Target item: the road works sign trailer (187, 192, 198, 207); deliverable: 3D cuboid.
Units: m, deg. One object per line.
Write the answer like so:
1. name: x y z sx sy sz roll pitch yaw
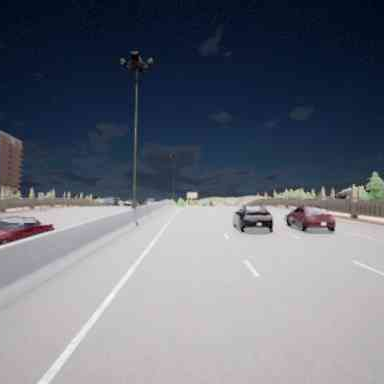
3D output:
1. road works sign trailer: 0.040 1.776 71.756 2.380 3.560 2.880 0 -6 0

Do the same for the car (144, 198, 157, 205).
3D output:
1. car: -7.004 1.767 57.171 2.128 1.511 4.902 0 -2 1

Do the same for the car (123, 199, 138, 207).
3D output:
1. car: -10.499 1.871 57.069 1.895 1.301 4.718 0 -2 1

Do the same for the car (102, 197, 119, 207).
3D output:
1. car: -14.008 1.631 57.284 2.097 1.767 4.553 0 -2 1

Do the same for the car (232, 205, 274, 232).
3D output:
1. car: 3.607 1.517 20.225 2.128 1.511 4.902 0 0 0

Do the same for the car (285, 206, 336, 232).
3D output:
1. car: 7.108 1.551 20.244 1.812 1.442 4.674 0 0 0

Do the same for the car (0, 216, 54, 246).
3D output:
1. car: -7.092 1.616 12.650 1.895 1.301 4.718 0 0 0
